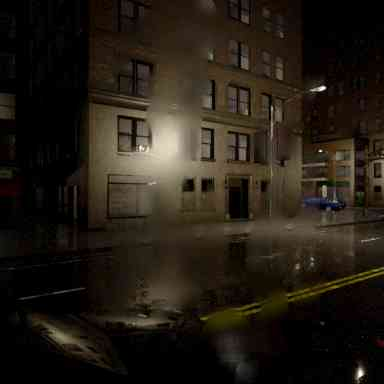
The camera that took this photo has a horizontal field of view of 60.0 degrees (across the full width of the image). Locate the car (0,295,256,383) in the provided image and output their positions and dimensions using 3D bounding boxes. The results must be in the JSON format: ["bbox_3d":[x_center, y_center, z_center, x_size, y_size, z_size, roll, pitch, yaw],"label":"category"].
[{"bbox_3d":[-1.581,1.526,2.308,4.674,1.442,1.812,0,0,-36],"label":"car"}]

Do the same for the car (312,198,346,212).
[{"bbox_3d":[14.972,1.469,38.724,1.882,1.535,5.008,0,0,-36],"label":"car"}]

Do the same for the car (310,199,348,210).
[{"bbox_3d":[18.037,1.577,43.876,1.947,1.339,4.313,0,0,-36],"label":"car"}]

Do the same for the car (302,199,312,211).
[{"bbox_3d":[11.507,1.421,39.213,1.967,1.590,4.097,0,0,-36],"label":"car"}]
